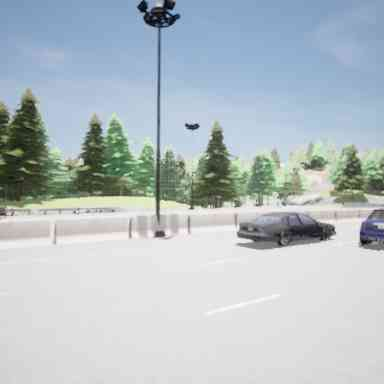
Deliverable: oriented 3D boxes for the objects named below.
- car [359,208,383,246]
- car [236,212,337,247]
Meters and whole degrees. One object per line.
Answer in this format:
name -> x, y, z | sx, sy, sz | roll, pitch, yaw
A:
car -> 9.481, 1.480, 14.814 | 4.553, 1.767, 2.097 | 1, 0, -35
car -> 4.519, 1.646, 15.572 | 5.357, 1.411, 2.033 | 1, 0, -35
